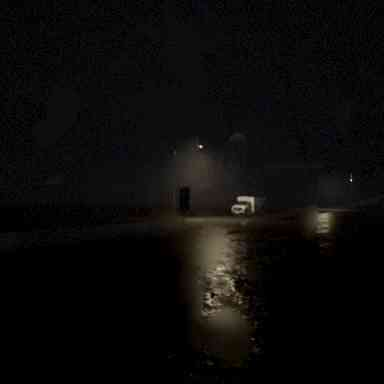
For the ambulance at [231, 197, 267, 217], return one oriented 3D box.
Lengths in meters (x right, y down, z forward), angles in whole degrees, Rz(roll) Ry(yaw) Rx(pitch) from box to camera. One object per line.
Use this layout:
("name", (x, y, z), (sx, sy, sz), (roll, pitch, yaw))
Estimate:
("ambulance", (7.315, 1.855, 42.760), (2.351, 2.431, 6.366), (1, -1, 36))
